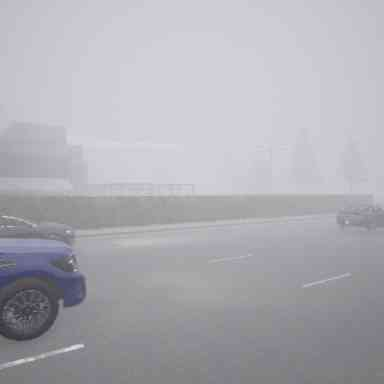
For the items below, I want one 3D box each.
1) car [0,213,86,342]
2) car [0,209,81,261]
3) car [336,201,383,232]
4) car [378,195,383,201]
[{"bbox_3d":[-4.501,1.221,4.835,5.566,2.045,2.150,0,0,-35],"label":"car"},{"bbox_3d":[-6.747,1.491,11.832,4.902,1.511,2.128,0,0,-35],"label":"car"},{"bbox_3d":[10.629,1.491,19.926,4.902,1.511,2.128,0,0,-36],"label":"car"},{"bbox_3d":[44.253,1.525,76.166,2.128,1.511,4.902,0,0,13],"label":"car"}]
